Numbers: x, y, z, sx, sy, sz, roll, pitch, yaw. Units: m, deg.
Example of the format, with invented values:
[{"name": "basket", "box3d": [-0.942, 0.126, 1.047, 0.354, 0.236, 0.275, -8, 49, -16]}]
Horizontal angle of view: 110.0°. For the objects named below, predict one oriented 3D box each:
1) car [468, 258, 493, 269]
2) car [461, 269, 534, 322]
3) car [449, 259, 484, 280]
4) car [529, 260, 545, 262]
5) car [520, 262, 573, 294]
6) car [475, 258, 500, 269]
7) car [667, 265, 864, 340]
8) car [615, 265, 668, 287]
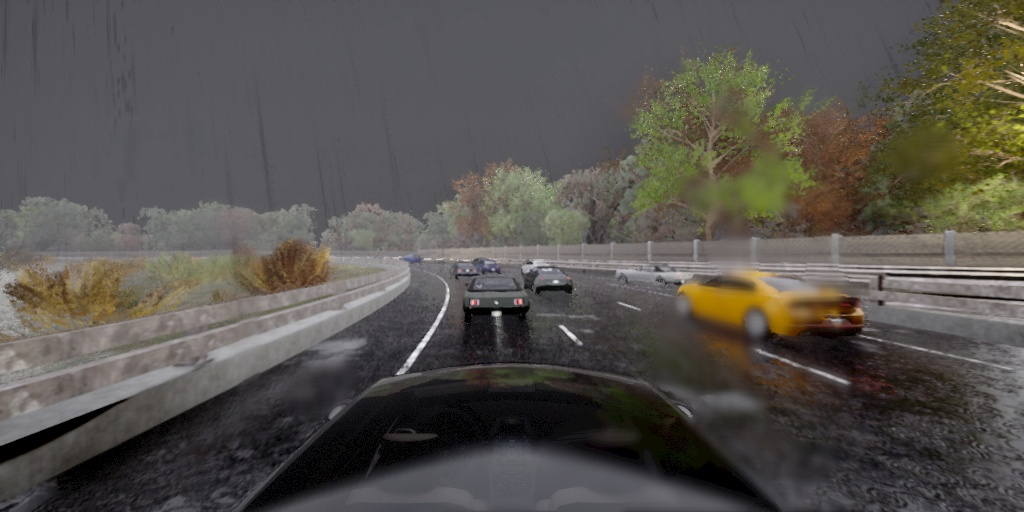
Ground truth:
[{"name": "car", "box3d": [-4.505, 0.998, 50.104, 1.837, 1.490, 4.892, 0, 0, -26]}, {"name": "car", "box3d": [-0.648, 1.295, 12.137, 1.895, 1.301, 4.718, 0, 0, -6]}, {"name": "car", "box3d": [-4.108, 1.152, 29.861, 2.033, 1.411, 5.357, 0, 0, -16]}, {"name": "car", "box3d": [2.221, 1.100, 32.936, 1.812, 1.442, 4.674, 0, 0, -16]}, {"name": "car", "box3d": [1.794, 1.214, 19.431, 1.994, 1.385, 4.181, 0, 0, -10]}, {"name": "car", "box3d": [-2.523, 1.091, 36.304, 1.812, 1.442, 4.674, 0, 0, -19]}, {"name": "car", "box3d": [6.517, 1.170, 9.848, 1.882, 1.535, 5.008, 0, 1, -4]}, {"name": "car", "box3d": [8.961, 1.215, 23.134, 1.895, 1.301, 4.718, 0, 0, -32]}]
